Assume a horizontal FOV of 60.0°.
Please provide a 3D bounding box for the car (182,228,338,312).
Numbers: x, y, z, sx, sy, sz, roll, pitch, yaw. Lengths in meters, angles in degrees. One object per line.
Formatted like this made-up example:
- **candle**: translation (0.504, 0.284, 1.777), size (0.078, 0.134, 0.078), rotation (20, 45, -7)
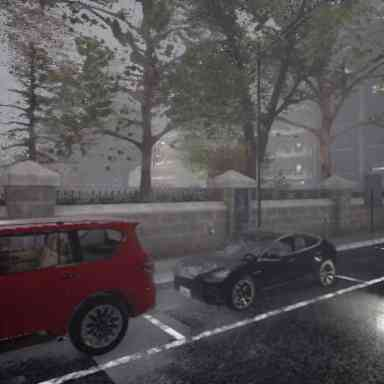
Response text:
- **car**: translation (1.643, 1.567, 7.733), size (4.313, 1.339, 1.947), rotation (0, 0, -35)

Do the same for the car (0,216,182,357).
- **car**: translation (-2.865, 1.315, 4.522), size (5.009, 1.841, 2.192), rotation (0, 0, -35)
